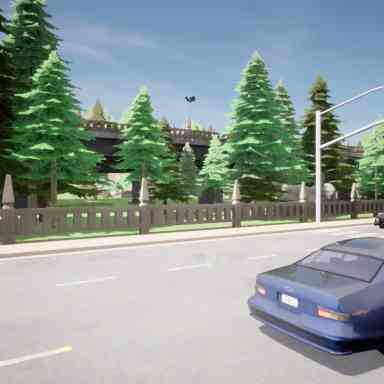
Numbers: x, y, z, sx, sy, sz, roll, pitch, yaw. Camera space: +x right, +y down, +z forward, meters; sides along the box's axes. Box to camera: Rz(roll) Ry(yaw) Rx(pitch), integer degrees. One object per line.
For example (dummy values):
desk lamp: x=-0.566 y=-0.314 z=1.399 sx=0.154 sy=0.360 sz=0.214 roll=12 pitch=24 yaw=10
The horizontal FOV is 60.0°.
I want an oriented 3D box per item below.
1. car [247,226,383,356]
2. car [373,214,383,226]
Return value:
car: x=3.496 y=1.547 z=5.918 sx=5.357 sy=1.411 sz=2.033 roll=0 pitch=0 yaw=-31
car: x=13.488 y=1.547 z=20.519 sx=5.357 sy=1.411 sz=2.033 roll=0 pitch=0 yaw=-32
